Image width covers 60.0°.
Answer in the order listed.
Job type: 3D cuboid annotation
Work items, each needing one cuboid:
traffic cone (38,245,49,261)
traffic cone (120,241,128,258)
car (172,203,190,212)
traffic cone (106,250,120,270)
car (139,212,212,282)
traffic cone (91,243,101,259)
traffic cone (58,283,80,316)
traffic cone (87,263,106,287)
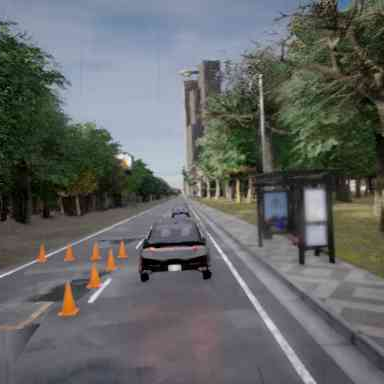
[{"bbox_3d":[-5.640,2.296,12.571,0.340,0.580,0.340,-2,-1,-2],"label":"traffic cone"},{"bbox_3d":[-2.644,2.175,12.658,0.340,0.580,0.340,-2,-1,-2],"label":"traffic cone"},{"bbox_3d":[-1.216,1.923,35.987,2.033,1.411,5.357,-2,-1,-2],"label":"car"},{"bbox_3d":[-2.587,2.155,10.659,0.340,0.580,0.340,-2,-1,-2],"label":"traffic cone"},{"bbox_3d":[-0.485,1.601,10.264,2.128,1.511,4.902,-2,-1,-2],"label":"car"},{"bbox_3d":[-3.643,2.216,12.629,0.340,0.580,0.340,-2,-1,-2],"label":"traffic cone"},{"bbox_3d":[-2.473,2.115,6.660,0.340,0.580,0.340,-2,-1,-2],"label":"traffic cone"},{"bbox_3d":[-2.530,2.135,8.660,0.340,0.580,0.340,-2,-1,-2],"label":"traffic cone"}]
